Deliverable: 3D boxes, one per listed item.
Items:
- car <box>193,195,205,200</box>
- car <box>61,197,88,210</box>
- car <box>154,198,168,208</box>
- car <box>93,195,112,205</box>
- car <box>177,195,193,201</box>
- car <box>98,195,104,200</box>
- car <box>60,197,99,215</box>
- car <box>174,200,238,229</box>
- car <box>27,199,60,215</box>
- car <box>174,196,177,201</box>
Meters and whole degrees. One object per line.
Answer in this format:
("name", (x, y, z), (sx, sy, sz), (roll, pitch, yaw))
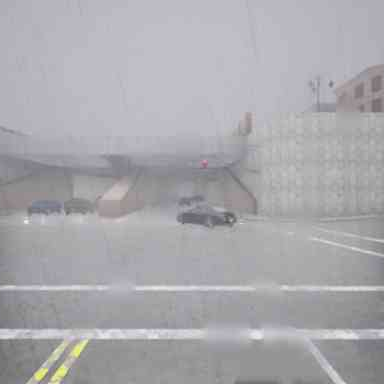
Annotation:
("car", (1.317, 1.457, 74.531), (1.882, 1.535, 5.008), (0, 0, 28))
("car", (-15.074, 1.493, 43.054), (1.837, 1.490, 4.892), (0, 0, -1))
("car", (-4.515, 1.534, 48.226), (2.033, 1.411, 5.357), (0, 0, -2))
("car", (-15.357, 1.337, 57.268), (2.097, 1.767, 4.553), (0, 0, 0))
("car", (-1.198, 1.510, 55.585), (1.812, 1.442, 4.674), (0, 0, -1))
("car", (-11.568, 1.340, 42.955), (2.097, 1.767, 4.553), (0, 0, -1))
("car", (-11.333, 1.495, 33.824), (1.837, 1.490, 4.892), (0, 0, -1))
("car", (0.923, 1.519, 21.548), (1.812, 1.442, 4.674), (-1, 1, -39))
("car", (-14.831, 1.468, 33.709), (1.882, 1.535, 5.008), (0, 0, -1))
("car", (-2.521, 1.504, 74.387), (1.812, 1.442, 4.674), (0, 0, 24))
